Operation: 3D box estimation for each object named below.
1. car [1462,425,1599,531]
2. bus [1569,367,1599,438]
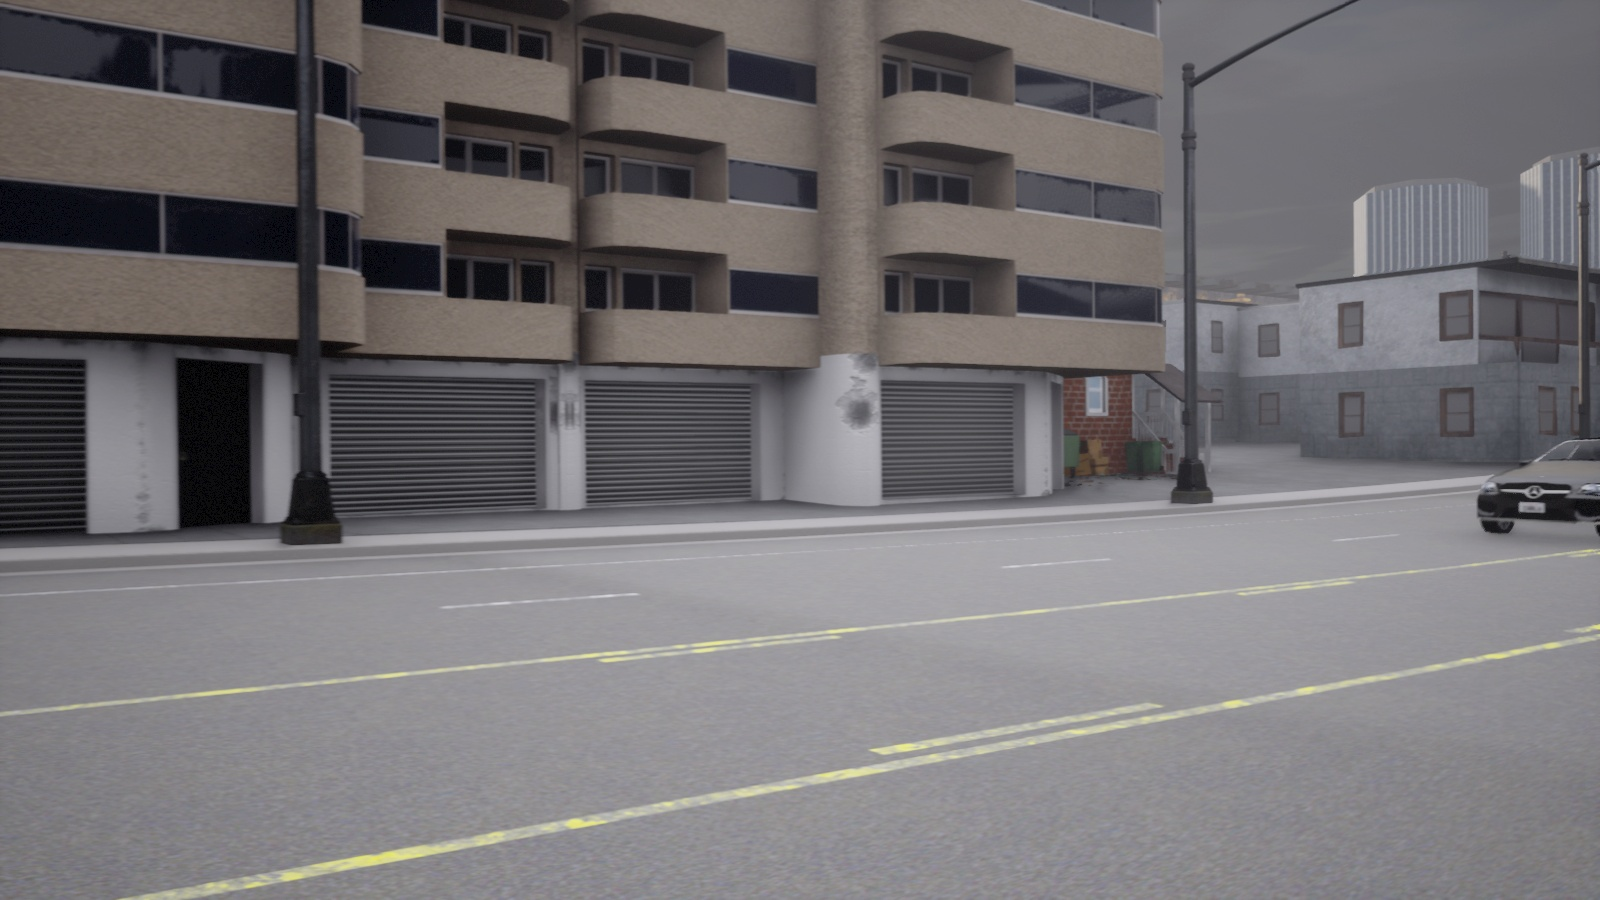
[{"bbox_3d":[13.933,0.390,21.887,5.027,1.651,2.152,-1,1,-35],"label":"car"},{"bbox_3d":[51.805,-2.799,73.991,3.944,4.253,10.273,-1,1,-37],"label":"bus"}]
